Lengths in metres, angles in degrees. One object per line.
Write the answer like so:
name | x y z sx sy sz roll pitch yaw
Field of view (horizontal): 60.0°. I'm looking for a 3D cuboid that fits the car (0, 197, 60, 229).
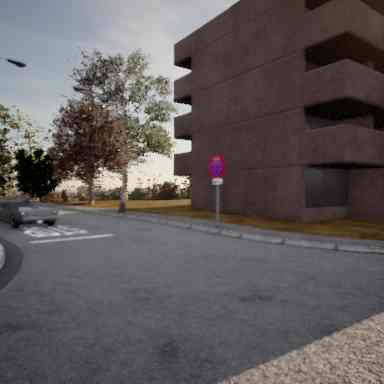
car | -8.430 0.937 16.410 4.718 1.301 1.895 3 2 42
